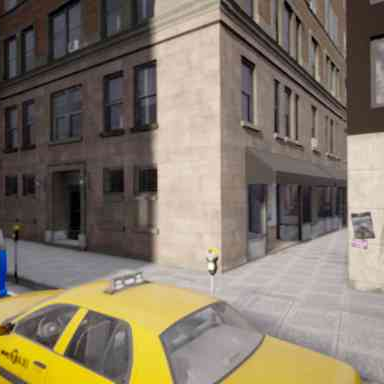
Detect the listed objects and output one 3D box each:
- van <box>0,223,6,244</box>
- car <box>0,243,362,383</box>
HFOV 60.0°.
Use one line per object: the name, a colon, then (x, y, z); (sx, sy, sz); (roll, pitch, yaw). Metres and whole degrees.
van: (-5.346, 1.331, 6.680); (3.998, 1.788, 1.690); (0, -1, 36)
car: (-0.869, 1.522, 3.479); (4.829, 1.417, 1.752); (0, -1, 36)
